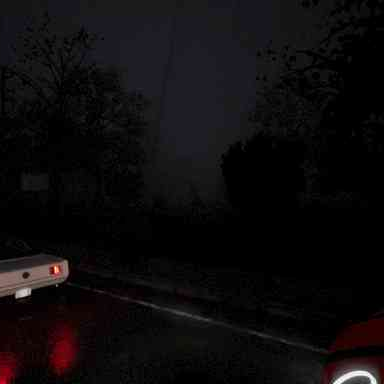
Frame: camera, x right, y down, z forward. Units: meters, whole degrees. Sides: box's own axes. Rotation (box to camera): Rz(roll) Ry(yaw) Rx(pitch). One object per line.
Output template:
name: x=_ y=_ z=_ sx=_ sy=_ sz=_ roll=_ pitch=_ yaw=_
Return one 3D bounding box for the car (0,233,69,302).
car: x=-4.960 y=1.601 z=7.515 sx=4.718 sy=1.301 sz=1.895 roll=0 pitch=0 yaw=35

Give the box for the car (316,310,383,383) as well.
car: x=3.066 y=1.352 z=1.842 sx=4.553 sy=1.767 sz=2.097 roll=0 pitch=0 yaw=35
